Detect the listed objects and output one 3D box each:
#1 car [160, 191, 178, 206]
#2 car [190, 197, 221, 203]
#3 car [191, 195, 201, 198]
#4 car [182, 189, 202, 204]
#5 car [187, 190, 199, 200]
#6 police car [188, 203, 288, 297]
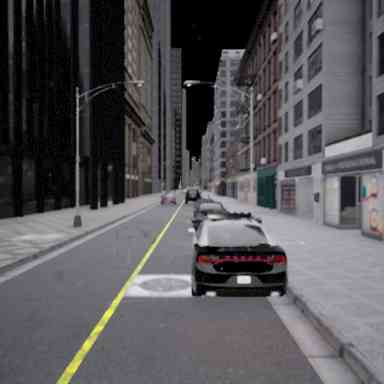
[{"bbox_3d":[-2.944,0.929,42.494,1.812,1.442,4.674,0,1,0],"label":"car"},{"bbox_3d":[0.960,1.251,18.335,1.837,1.490,4.892,0,1,0],"label":"car"},{"bbox_3d":[0.982,1.189,24.334,1.812,1.442,4.674,0,1,0],"label":"car"},{"bbox_3d":[0.162,0.587,45.102,2.150,2.045,5.566,0,1,0],"label":"car"},{"bbox_3d":[0.199,0.513,58.829,2.097,1.767,4.553,0,1,0],"label":"car"},{"bbox_3d":[0.927,1.307,8.444,1.930,1.638,5.238,0,1,0],"label":"police car"}]
